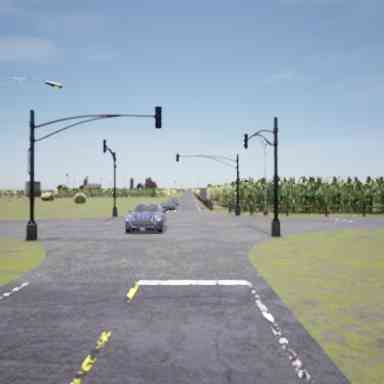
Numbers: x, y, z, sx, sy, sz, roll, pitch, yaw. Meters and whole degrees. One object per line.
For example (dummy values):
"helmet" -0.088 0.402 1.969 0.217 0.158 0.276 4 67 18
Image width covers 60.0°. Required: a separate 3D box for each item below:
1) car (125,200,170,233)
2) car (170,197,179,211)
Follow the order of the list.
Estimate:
"car" -2.670 1.407 19.998 2.097 1.767 4.553 0 0 -1
"car" -3.109 1.716 42.276 1.994 1.385 4.181 0 1 -1
